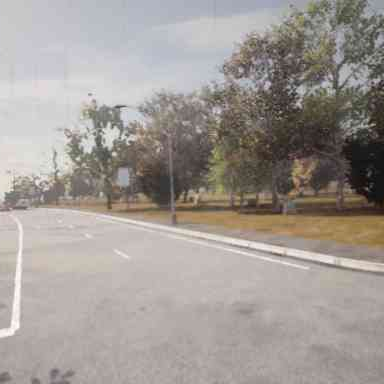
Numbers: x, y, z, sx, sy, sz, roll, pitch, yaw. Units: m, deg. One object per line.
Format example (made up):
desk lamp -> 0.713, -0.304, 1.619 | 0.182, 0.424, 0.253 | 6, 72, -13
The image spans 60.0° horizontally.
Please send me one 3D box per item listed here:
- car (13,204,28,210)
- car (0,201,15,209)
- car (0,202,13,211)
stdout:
car -> -36.139, 3.143, 69.843 | 1.895, 1.301, 4.718 | -3, 0, -43
car -> -43.223, 3.064, 77.260 | 4.553, 1.767, 2.097 | -3, 0, 43
car -> -38.561, 3.029, 67.284 | 2.097, 1.767, 4.553 | -3, 0, -43
